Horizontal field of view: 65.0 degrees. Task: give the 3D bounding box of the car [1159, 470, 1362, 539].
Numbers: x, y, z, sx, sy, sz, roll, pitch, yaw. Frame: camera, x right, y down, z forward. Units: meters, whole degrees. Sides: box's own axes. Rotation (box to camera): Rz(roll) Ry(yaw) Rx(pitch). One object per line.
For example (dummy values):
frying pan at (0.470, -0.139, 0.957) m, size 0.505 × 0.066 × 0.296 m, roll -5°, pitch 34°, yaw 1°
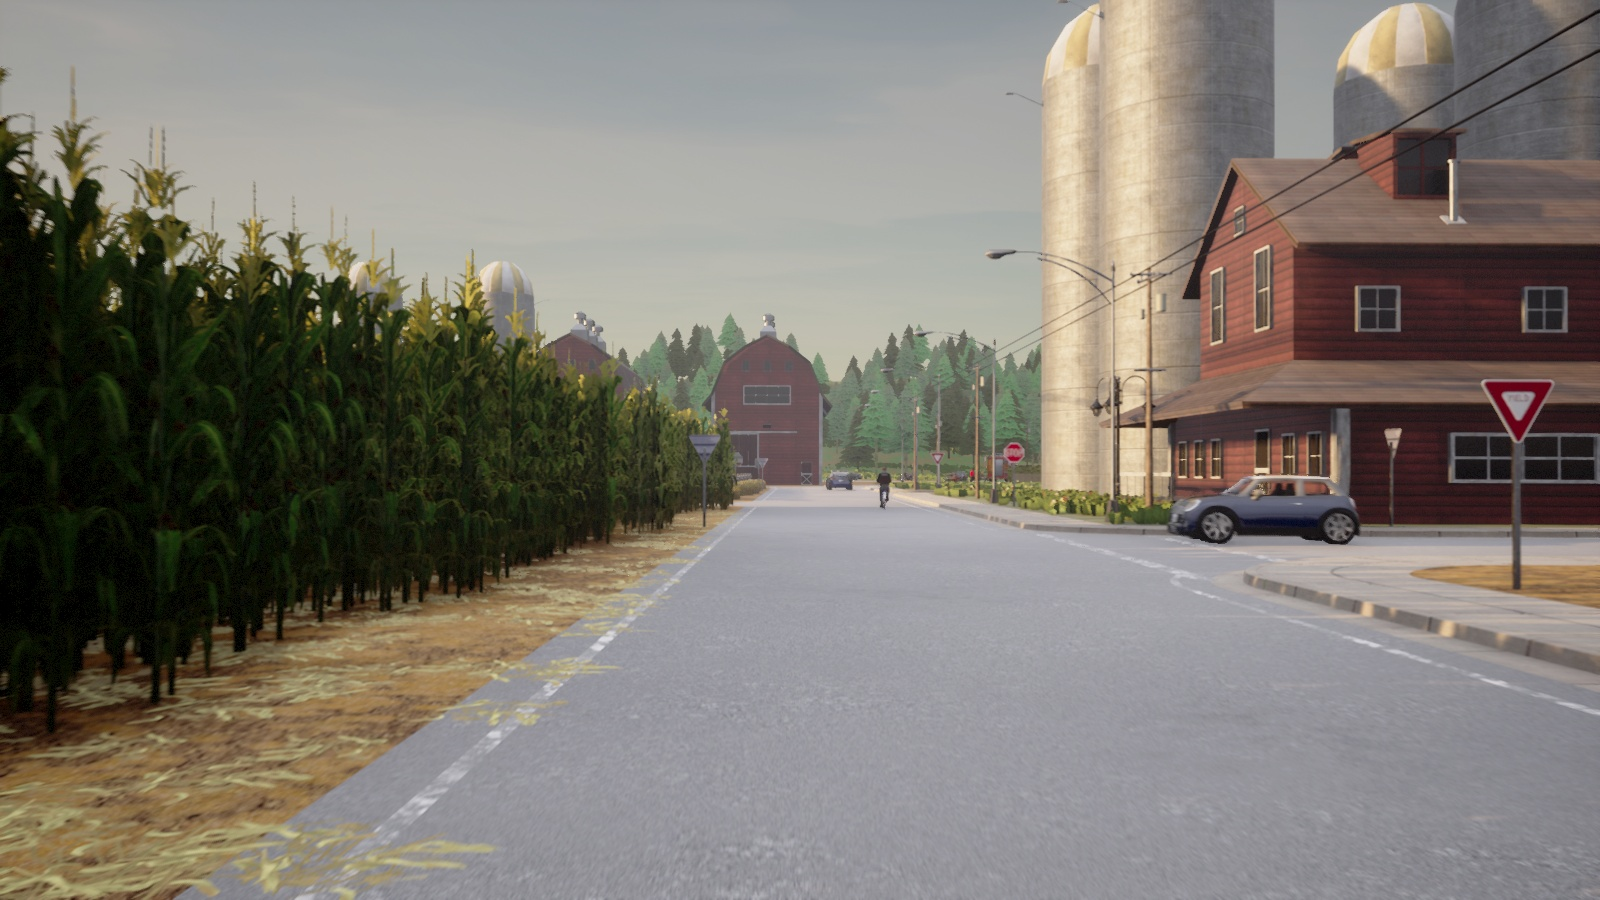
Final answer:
car at (10.082, 1.177, 27.737) m, size 3.806 × 1.475 × 1.970 m, roll 0°, pitch -1°, yaw 5°
